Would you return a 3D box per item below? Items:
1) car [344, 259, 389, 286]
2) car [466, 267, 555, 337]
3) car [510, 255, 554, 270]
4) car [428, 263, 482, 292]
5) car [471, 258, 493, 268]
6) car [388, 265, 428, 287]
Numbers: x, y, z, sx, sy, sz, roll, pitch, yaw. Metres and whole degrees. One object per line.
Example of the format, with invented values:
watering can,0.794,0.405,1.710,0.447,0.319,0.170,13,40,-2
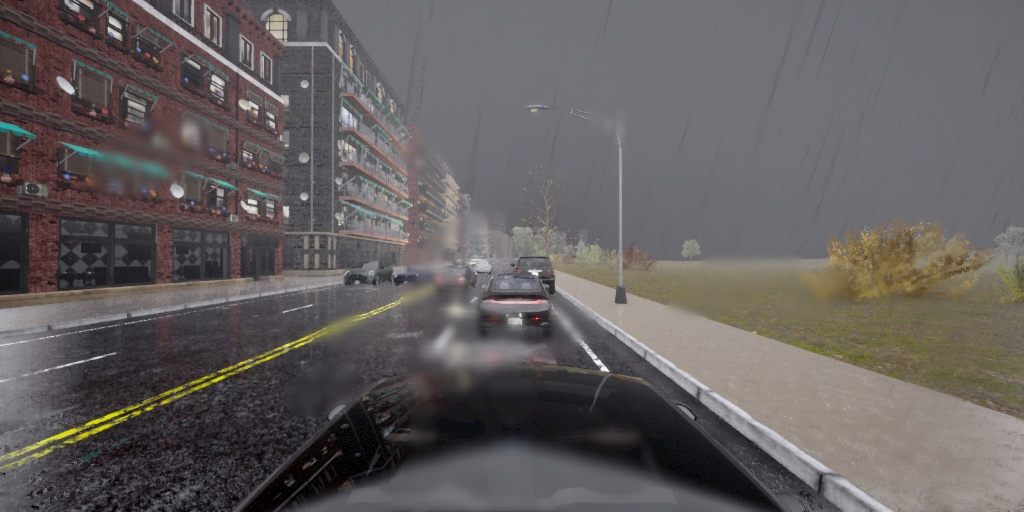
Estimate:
car,-9.866,1.104,25.076,2.097,1.767,4.553,0,0,0
car,0.094,1.243,10.329,2.128,1.511,4.902,0,0,0
car,1.125,0.977,20.199,2.150,2.045,5.566,0,0,0
car,-3.161,1.299,21.019,2.033,1.411,5.357,0,0,0
car,-3.175,1.277,39.929,1.812,1.442,4.674,0,0,0
car,-6.615,1.353,24.750,1.895,1.301,4.718,0,0,0
